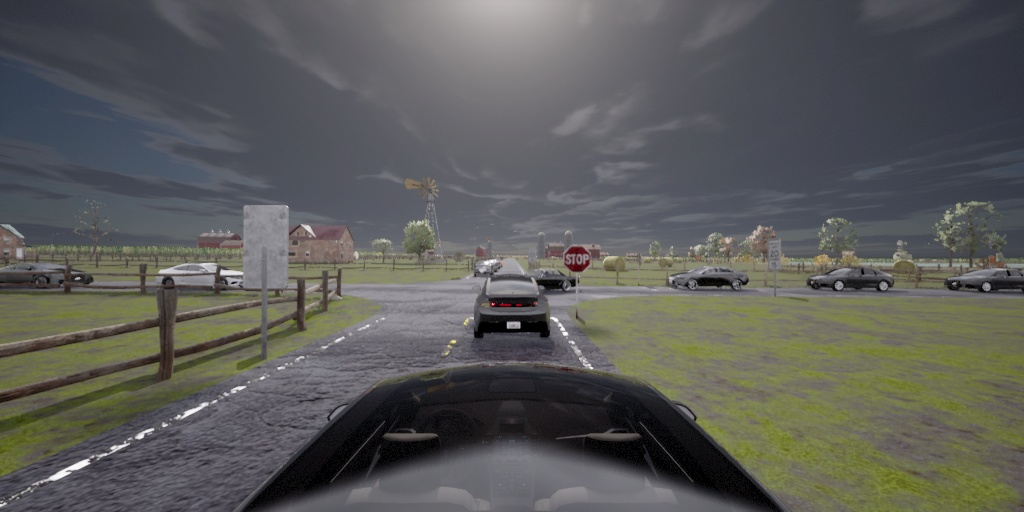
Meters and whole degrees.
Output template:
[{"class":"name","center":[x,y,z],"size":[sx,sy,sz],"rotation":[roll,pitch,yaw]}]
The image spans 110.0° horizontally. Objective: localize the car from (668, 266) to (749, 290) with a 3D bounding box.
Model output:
[{"class":"car","center":[12.811,1.416,23.493],"size":[4.902,1.511,2.128],"rotation":[1,-1,-2]}]

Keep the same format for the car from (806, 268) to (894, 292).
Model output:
[{"class":"car","center":[22.213,1.518,23.658],"size":[4.892,1.490,1.837],"rotation":[1,-1,-1]}]

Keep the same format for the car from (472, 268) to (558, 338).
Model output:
[{"class":"car","center":[-0.069,1.264,10.226],"size":[1.837,1.490,4.892],"rotation":[0,0,-3]}]

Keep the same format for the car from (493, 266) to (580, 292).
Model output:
[{"class":"car","center":[1.510,1.385,20.272],"size":[4.718,1.301,1.895],"rotation":[1,-1,-35]}]

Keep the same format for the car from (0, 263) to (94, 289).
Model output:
[{"class":"car","center":[-26.353,1.064,20.077],"size":[4.181,1.385,1.994],"rotation":[1,-1,-1]}]

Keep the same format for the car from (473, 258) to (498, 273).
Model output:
[{"class":"car","center":[-2.838,1.274,36.915],"size":[2.128,1.511,4.902],"rotation":[0,0,0]}]

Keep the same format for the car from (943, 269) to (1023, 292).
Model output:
[{"class":"car","center":[31.716,1.606,23.773],"size":[4.892,1.490,1.837],"rotation":[1,-1,-1]}]

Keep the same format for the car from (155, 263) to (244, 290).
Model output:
[{"class":"car","center":[-17.233,1.120,20.194],"size":[4.674,1.442,1.812],"rotation":[1,-1,-1]}]

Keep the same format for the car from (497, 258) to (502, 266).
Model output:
[{"class":"car","center":[-2.825,1.281,46.361],"size":[2.128,1.511,4.902],"rotation":[0,0,0]}]
